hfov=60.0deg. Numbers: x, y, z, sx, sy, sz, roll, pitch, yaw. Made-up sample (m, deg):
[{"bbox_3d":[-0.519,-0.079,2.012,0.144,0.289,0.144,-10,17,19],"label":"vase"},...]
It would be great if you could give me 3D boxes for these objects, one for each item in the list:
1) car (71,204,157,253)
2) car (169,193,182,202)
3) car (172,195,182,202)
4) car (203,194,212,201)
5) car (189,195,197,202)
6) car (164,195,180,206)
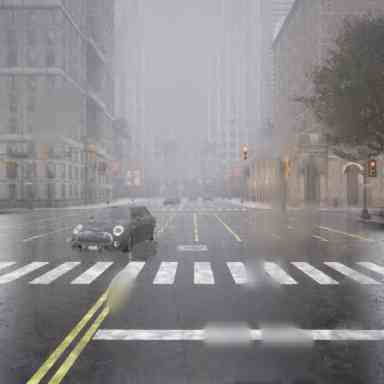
[{"bbox_3d":[-3.009,1.352,13.745,2.097,1.767,4.553,0,0,11],"label":"car"},{"bbox_3d":[-3.497,1.221,64.531,2.150,2.045,5.566,0,0,1],"label":"car"},{"bbox_3d":[-3.347,1.500,74.991,1.837,1.490,4.892,0,0,1],"label":"car"},{"bbox_3d":[3.691,1.280,78.572,2.097,1.767,4.553,0,0,1],"label":"car"},{"bbox_3d":[0.192,1.449,78.638,2.128,1.511,4.902,0,0,1],"label":"car"},{"bbox_3d":[-3.546,1.601,54.813,1.895,1.301,4.718,0,0,1],"label":"car"}]
